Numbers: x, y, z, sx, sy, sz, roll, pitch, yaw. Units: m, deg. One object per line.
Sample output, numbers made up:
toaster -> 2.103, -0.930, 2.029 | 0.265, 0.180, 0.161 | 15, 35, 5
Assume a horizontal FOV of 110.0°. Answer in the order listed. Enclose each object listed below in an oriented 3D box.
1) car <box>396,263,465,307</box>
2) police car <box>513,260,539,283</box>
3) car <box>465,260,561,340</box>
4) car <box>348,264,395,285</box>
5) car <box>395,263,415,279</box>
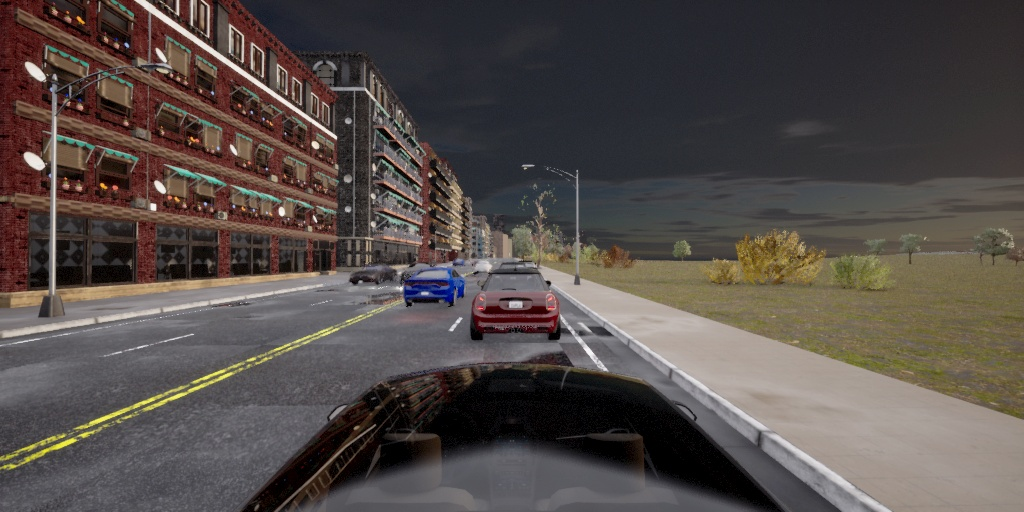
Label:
car -> -3.181, 1.230, 15.550 | 1.882, 1.535, 5.008 | 0, 0, 0
police car -> 1.079, 1.179, 29.369 | 1.930, 1.638, 5.238 | 0, 0, 0
car -> 0.075, 1.104, 10.100 | 2.097, 1.767, 4.553 | 0, 0, 0
car -> -9.900, 1.301, 26.095 | 2.033, 1.411, 5.357 | 0, 0, 0
car -> -6.653, 1.258, 26.080 | 1.837, 1.490, 4.892 | 0, 0, 0
